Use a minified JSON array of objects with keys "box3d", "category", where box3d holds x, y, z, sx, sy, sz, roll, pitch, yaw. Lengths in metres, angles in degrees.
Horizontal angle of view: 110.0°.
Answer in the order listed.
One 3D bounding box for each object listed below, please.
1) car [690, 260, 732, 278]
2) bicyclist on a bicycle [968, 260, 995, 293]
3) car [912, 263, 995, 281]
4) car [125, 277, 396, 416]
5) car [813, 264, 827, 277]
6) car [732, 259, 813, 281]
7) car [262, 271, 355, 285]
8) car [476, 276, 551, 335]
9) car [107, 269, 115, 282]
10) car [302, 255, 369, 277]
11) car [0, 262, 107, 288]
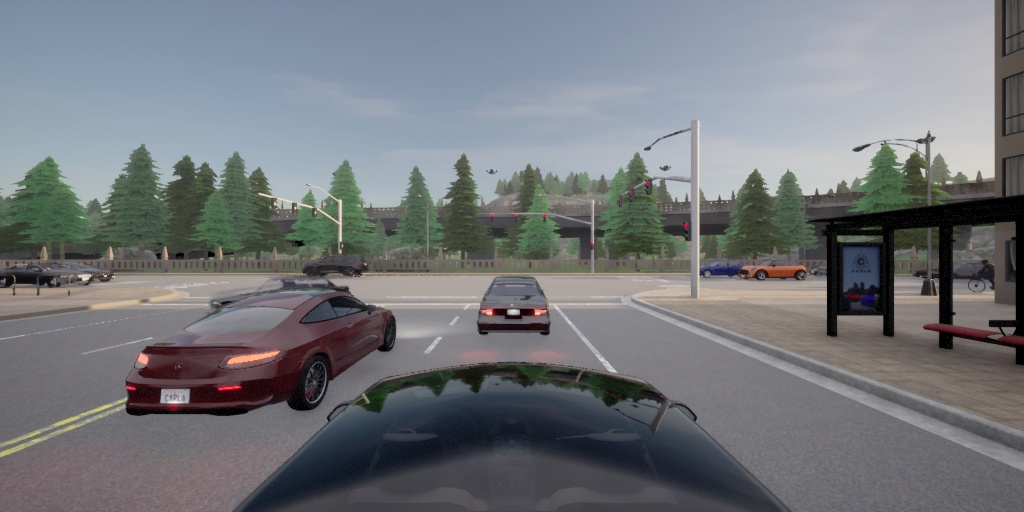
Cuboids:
[{"box3d":[18.899,1.172,32.549,5.008,1.535,1.882,0,0,1],"category":"car"},{"box3d":[22.752,0.995,17.082,0.582,1.620,1.656,0,0,1],"category":"bicyclist on a bicycle"},{"box3d":[35.145,1.242,27.965,5.357,1.411,2.033,0,0,12],"category":"car"},{"box3d":[-3.448,1.276,5.987,1.812,1.442,4.674,0,0,0],"category":"car"},{"box3d":[29.528,1.186,32.086,4.902,1.511,2.128,0,0,4],"category":"car"},{"box3d":[20.946,1.046,28.995,4.553,1.767,2.097,0,0,2],"category":"car"},{"box3d":[-7.189,1.351,11.673,1.895,1.301,4.718,0,0,-1],"category":"car"},{"box3d":[0.086,1.297,10.483,2.033,1.411,5.357,0,0,1],"category":"car"},{"box3d":[-31.832,1.199,25.959,4.892,1.490,1.837,0,0,1],"category":"car"},{"box3d":[-16.139,0.916,33.012,5.566,2.045,2.150,0,0,1],"category":"car"},{"box3d":[-29.181,1.186,22.406,4.902,1.511,2.128,0,0,-2],"category":"car"}]
